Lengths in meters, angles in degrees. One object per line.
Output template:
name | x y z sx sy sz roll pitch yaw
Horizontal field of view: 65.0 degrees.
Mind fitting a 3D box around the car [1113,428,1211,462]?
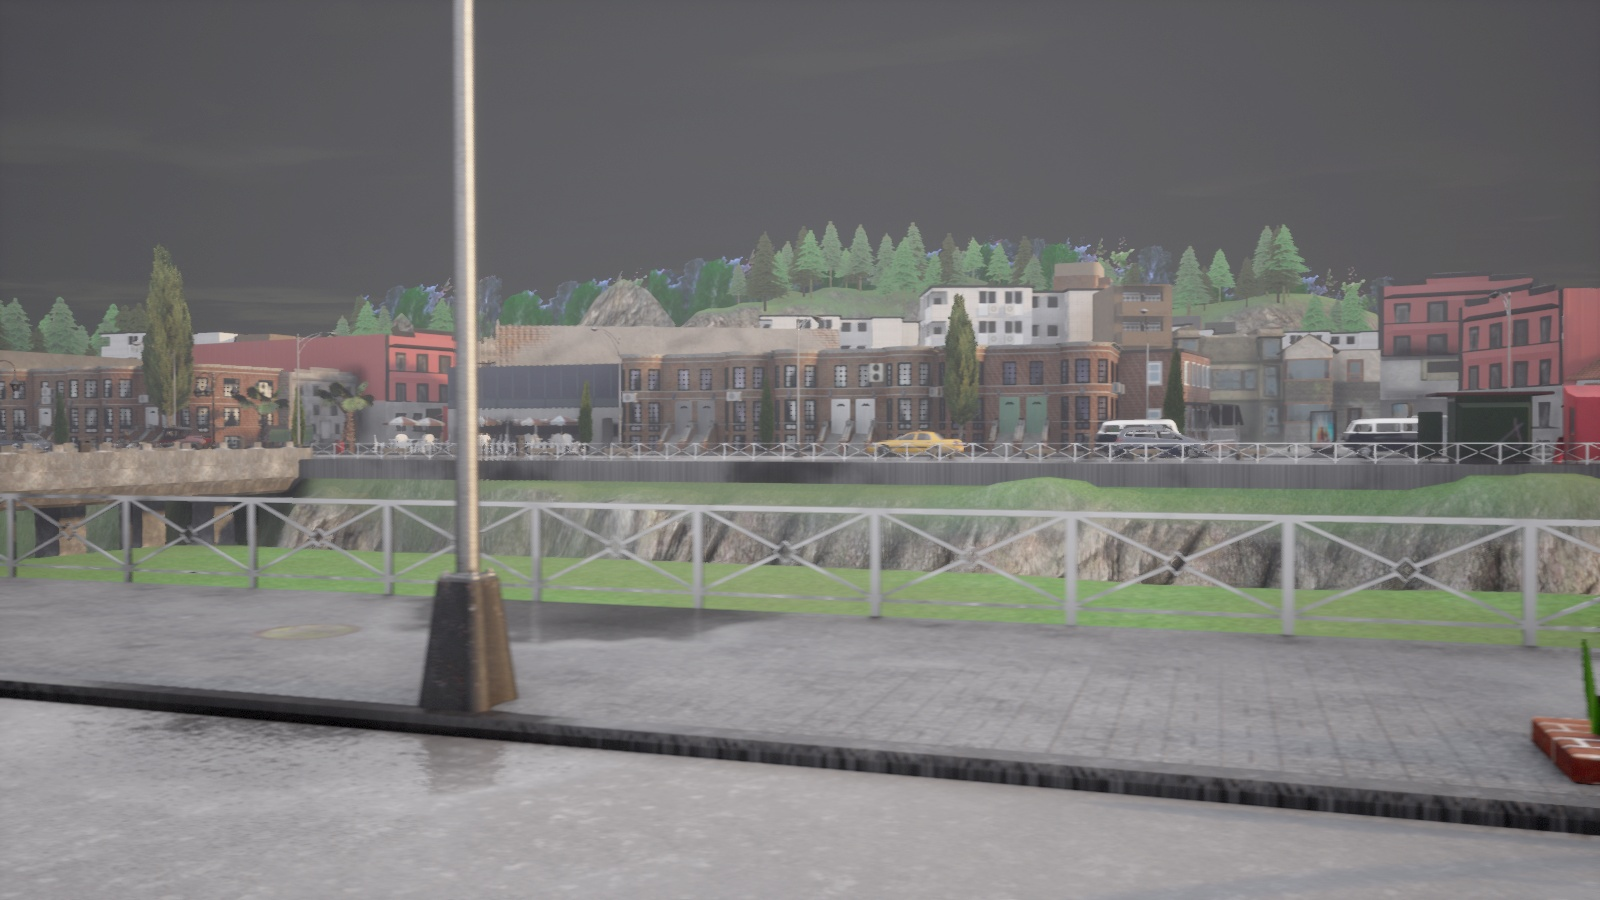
car | 18.092 -0.265 62.721 4.611 1.667 2.242 1 1 19

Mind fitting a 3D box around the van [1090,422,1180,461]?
van | 17.889 -0.456 67.006 4.480 2.038 2.069 1 1 19

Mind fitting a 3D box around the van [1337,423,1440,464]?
van | 29.515 -0.349 63.102 4.480 2.038 2.069 1 1 19

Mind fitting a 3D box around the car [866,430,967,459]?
car | 6.580 -0.344 70.808 5.366 1.575 1.801 1 1 19

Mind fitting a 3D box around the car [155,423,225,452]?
car | -39.944 -0.845 82.210 3.866 1.878 1.905 1 1 19
